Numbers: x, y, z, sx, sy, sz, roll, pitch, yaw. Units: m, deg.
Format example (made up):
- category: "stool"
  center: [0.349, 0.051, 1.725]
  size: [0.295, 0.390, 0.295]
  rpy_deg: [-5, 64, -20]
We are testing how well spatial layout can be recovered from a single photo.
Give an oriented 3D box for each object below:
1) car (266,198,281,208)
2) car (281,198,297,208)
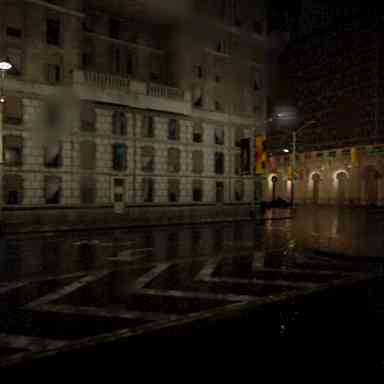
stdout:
- category: "car"
  center: [10.601, 1.684, 50.350]
  size: [1.895, 1.301, 4.718]
  rpy_deg: [0, 0, -32]
- category: "car"
  center: [14.138, 1.656, 51.322]
  size: [1.994, 1.385, 4.181]
  rpy_deg: [0, 0, -32]
